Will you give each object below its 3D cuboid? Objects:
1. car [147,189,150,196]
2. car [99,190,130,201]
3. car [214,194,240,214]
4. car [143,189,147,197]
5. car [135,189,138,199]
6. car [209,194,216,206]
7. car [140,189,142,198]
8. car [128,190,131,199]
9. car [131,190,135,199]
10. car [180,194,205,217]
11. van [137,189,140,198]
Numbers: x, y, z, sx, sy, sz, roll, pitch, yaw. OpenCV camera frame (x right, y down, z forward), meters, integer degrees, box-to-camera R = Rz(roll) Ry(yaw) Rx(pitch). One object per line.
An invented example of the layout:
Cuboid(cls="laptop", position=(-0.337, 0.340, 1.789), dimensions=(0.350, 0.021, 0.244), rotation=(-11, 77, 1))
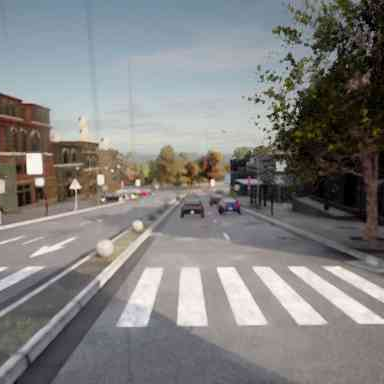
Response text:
Cuboid(cls="car", position=(-14.188, 0.387, 82.699), dimensions=(5.566, 2.045, 2.435), rotation=(-1, 1, -20))
Cuboid(cls="car", position=(-14.057, 0.923, 58.338), dimensions=(4.892, 1.521, 2.231), rotation=(-1, 1, -20))
Cuboid(cls="car", position=(3.270, 1.192, 30.293), dimensions=(1.812, 1.442, 4.674), rotation=(0, 1, 1))
Cuboid(cls="car", position=(-14.144, 0.673, 79.671), dimensions=(4.892, 1.521, 2.231), rotation=(-1, 1, -20))
Cuboid(cls="car", position=(-14.287, 0.814, 67.418), dimensions=(5.366, 1.575, 1.946), rotation=(-1, 1, -20))
Cuboid(cls="car", position=(3.278, 0.998, 44.254), dimensions=(1.882, 1.535, 5.008), rotation=(0, 1, 0))
Cuboid(cls="car", position=(-14.102, 0.616, 73.585), dimensions=(4.553, 1.767, 2.185), rotation=(-1, 1, -20))
Cuboid(cls="car", position=(-14.121, 0.760, 61.379), dimensions=(4.553, 1.767, 2.185), rotation=(-1, 0, -20))
Cuboid(cls="car", position=(-14.130, 0.879, 64.424), dimensions=(4.792, 1.488, 2.163), rotation=(-1, 1, -20))
Cuboid(cls="car", position=(0.036, 1.221, 27.368), dimensions=(1.837, 1.490, 4.892), rotation=(0, 1, 0))
Cuboid(cls="van", position=(-14.018, 0.549, 70.575), dimensions=(4.442, 1.987, 1.878), rotation=(-1, 0, -20))
